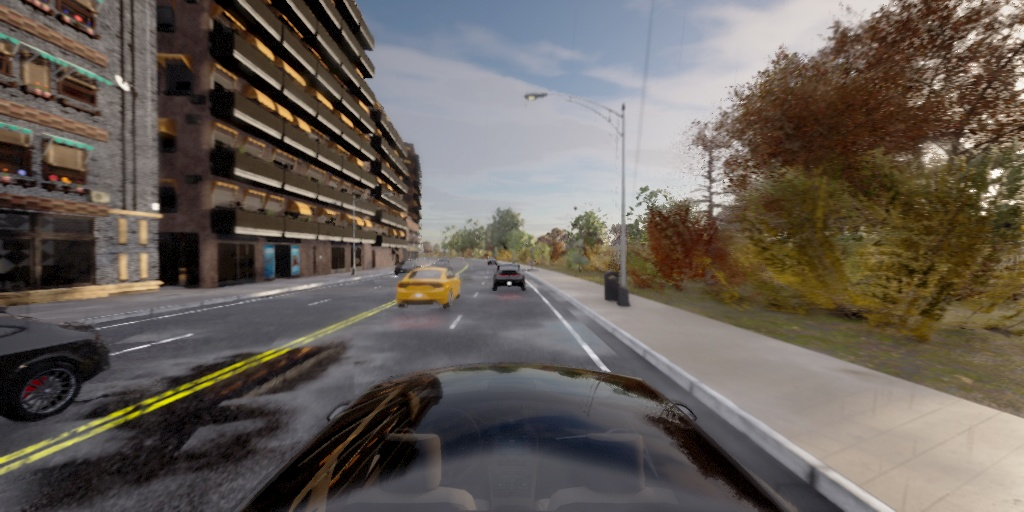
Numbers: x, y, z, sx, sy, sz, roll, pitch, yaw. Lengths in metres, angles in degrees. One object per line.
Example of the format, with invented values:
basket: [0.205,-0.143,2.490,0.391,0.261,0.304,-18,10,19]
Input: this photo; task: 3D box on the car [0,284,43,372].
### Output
car: [-9.837,1.273,4.360,1.837,1.490,4.892,0,0,0]

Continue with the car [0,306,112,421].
car: [-6.592,1.287,3.135,1.812,1.442,4.674,0,0,0]

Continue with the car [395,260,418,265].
car: [-10.778,1.189,37.107,1.837,1.490,4.892,0,1,-3]

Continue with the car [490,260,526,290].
car: [-0.212,1.207,21.888,1.837,1.490,4.892,0,1,-2]

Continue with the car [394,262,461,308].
car: [-3.295,1.203,14.998,1.882,1.535,5.008,0,0,-1]

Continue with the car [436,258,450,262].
car: [-7.584,1.238,38.297,1.994,1.385,4.181,0,0,-3]
